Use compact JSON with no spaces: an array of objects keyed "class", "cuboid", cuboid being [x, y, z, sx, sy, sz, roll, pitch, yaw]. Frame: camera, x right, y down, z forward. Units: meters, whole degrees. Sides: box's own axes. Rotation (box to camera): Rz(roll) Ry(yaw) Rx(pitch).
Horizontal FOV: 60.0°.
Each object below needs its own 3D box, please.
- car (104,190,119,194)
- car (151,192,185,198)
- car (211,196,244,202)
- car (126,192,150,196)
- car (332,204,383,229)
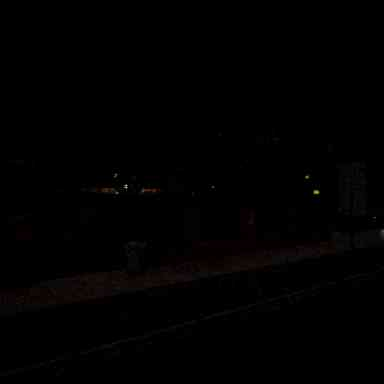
[{"class":"car","cuboid":[-14.877,0.324,60.866,2.128,1.511,4.902,-2,2,-35]},{"class":"car","cuboid":[-2.366,0.751,37.571,2.097,1.767,4.553,-2,2,-34]},{"class":"car","cuboid":[3.305,1.103,29.355,1.837,1.490,4.892,-2,2,-35]},{"class":"car","cuboid":[-8.005,0.730,45.810,1.812,1.442,4.674,-2,2,-34]},{"class":"car","cuboid":[9.696,1.382,20.422,1.994,1.385,4.181,-2,2,-39]}]
